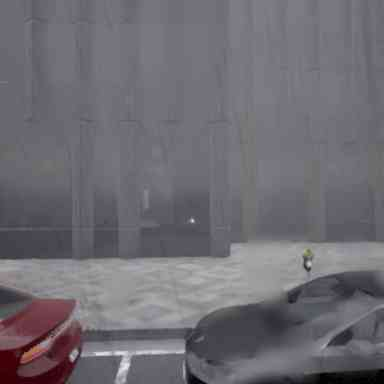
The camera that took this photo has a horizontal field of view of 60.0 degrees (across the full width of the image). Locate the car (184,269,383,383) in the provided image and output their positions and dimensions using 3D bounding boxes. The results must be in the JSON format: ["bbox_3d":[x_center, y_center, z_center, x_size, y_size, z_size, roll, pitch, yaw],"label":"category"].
[{"bbox_3d":[2.095,1.662,3.878,4.313,1.339,1.947,0,-2,-3],"label":"car"}]

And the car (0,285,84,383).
[{"bbox_3d":[-3.532,1.656,3.567,4.507,1.381,1.887,0,-2,-3],"label":"car"}]
